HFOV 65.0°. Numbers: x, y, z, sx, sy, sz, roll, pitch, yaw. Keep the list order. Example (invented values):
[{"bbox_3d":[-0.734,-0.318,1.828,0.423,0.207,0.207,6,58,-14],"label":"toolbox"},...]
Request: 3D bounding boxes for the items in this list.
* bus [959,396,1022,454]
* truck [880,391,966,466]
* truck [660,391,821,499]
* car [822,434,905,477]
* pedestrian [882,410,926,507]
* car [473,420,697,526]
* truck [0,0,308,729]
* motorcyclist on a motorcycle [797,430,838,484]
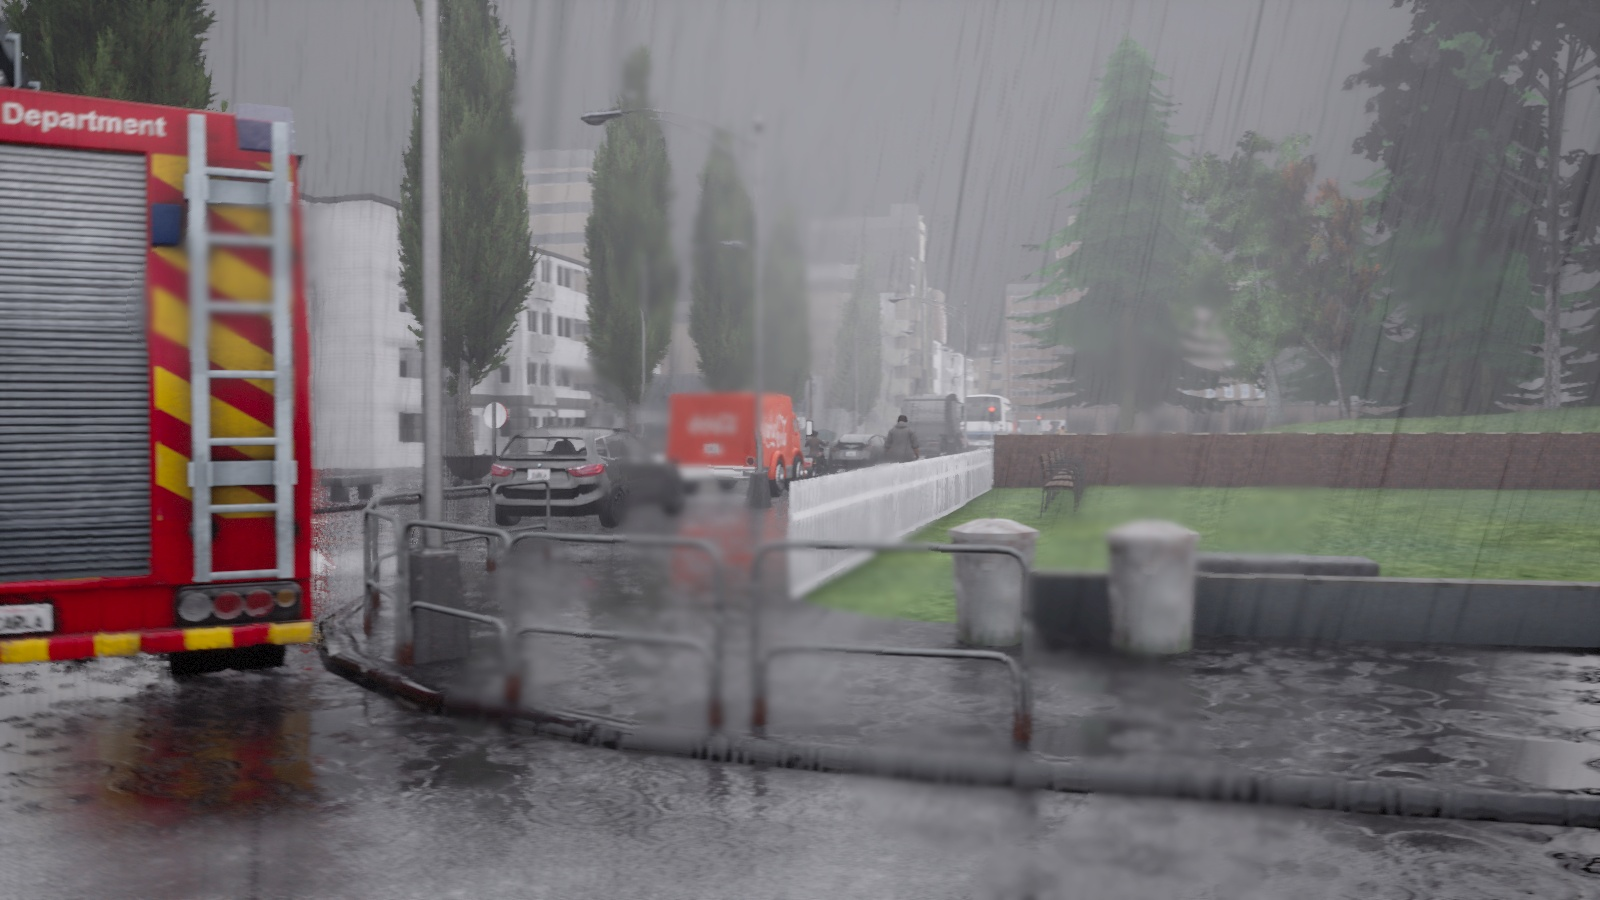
[{"bbox_3d":[14.858,-1.923,97.236,3.944,4.253,10.273,0,1,13],"label":"bus"},{"bbox_3d":[6.155,-1.040,61.669,2.891,3.462,7.936,0,1,15],"label":"truck"},{"bbox_3d":[-1.355,-0.136,31.477,2.627,2.467,5.204,0,0,14],"label":"truck"},{"bbox_3d":[2.434,0.148,46.652,2.163,1.488,4.792,0,1,14],"label":"car"},{"bbox_3d":[2.125,0.166,25.657,0.659,1.952,0.873,1,1,23],"label":"pedestrian"},{"bbox_3d":[-3.653,0.325,22.332,2.242,1.667,4.611,0,1,14],"label":"car"},{"bbox_3d":[-5.916,-0.516,10.383,2.891,3.827,8.468,0,1,-25],"label":"truck"},{"bbox_3d":[0.569,0.200,39.187,0.766,1.649,2.350,0,1,14],"label":"motorcyclist on a motorcycle"}]
